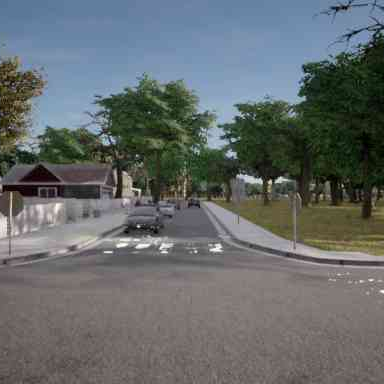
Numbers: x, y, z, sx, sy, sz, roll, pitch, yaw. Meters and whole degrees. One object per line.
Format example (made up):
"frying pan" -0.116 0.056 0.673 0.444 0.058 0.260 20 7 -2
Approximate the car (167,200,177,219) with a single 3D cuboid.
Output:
"car" -2.662 1.668 30.236 1.895 1.301 4.718 0 0 0

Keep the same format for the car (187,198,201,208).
"car" 0.314 1.674 51.335 1.837 1.490 4.892 0 0 0

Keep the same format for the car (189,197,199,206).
"car" 0.382 1.749 61.757 1.812 1.442 4.674 0 0 0

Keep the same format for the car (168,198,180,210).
"car" -2.558 1.627 44.634 2.128 1.511 4.902 0 0 1

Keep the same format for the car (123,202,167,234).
"car" -2.736 1.536 19.623 1.837 1.490 4.892 0 0 1
